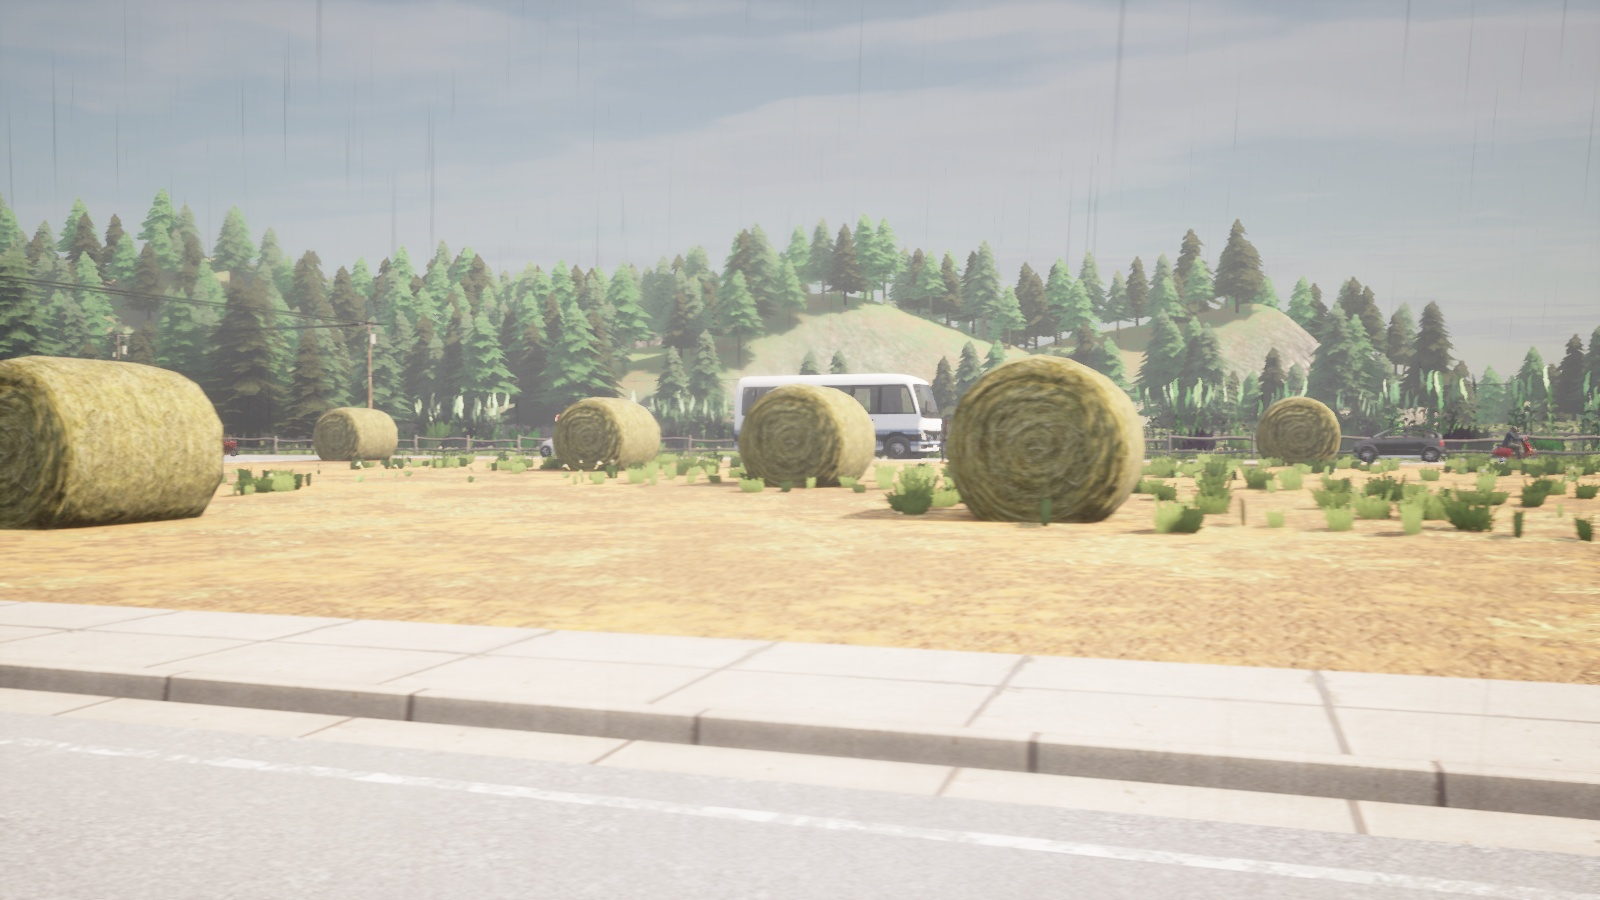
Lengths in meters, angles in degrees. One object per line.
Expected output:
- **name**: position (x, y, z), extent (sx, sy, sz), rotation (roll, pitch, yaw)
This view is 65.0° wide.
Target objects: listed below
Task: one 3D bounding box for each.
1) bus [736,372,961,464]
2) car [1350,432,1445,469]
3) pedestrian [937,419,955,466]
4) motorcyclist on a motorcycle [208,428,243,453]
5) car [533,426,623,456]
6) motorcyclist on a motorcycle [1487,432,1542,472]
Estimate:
- **bus**: position (2.366, -1.551, 61.535), extent (10.273, 4.253, 3.944), rotation (1, 1, 22)
- **car**: position (26.351, -0.005, 55.488), extent (3.705, 1.549, 1.789), rotation (1, 1, 22)
- **pedestrian**: position (5.602, -0.294, 48.128), extent (0.328, 1.805, 0.869), rotation (1, 1, 34)
- **motorcyclist on a motorcycle**: position (-35.205, -0.588, 76.985), extent (2.044, 1.523, 0.797), rotation (1, 1, 22)
- **car**: position (-12.637, -0.550, 71.495), extent (4.611, 1.667, 2.242), rotation (1, 1, 23)
- **motorcyclist on a motorcycle**: position (28.834, 0.057, 50.685), extent (1.817, 1.590, 0.866), rotation (1, 1, 22)
